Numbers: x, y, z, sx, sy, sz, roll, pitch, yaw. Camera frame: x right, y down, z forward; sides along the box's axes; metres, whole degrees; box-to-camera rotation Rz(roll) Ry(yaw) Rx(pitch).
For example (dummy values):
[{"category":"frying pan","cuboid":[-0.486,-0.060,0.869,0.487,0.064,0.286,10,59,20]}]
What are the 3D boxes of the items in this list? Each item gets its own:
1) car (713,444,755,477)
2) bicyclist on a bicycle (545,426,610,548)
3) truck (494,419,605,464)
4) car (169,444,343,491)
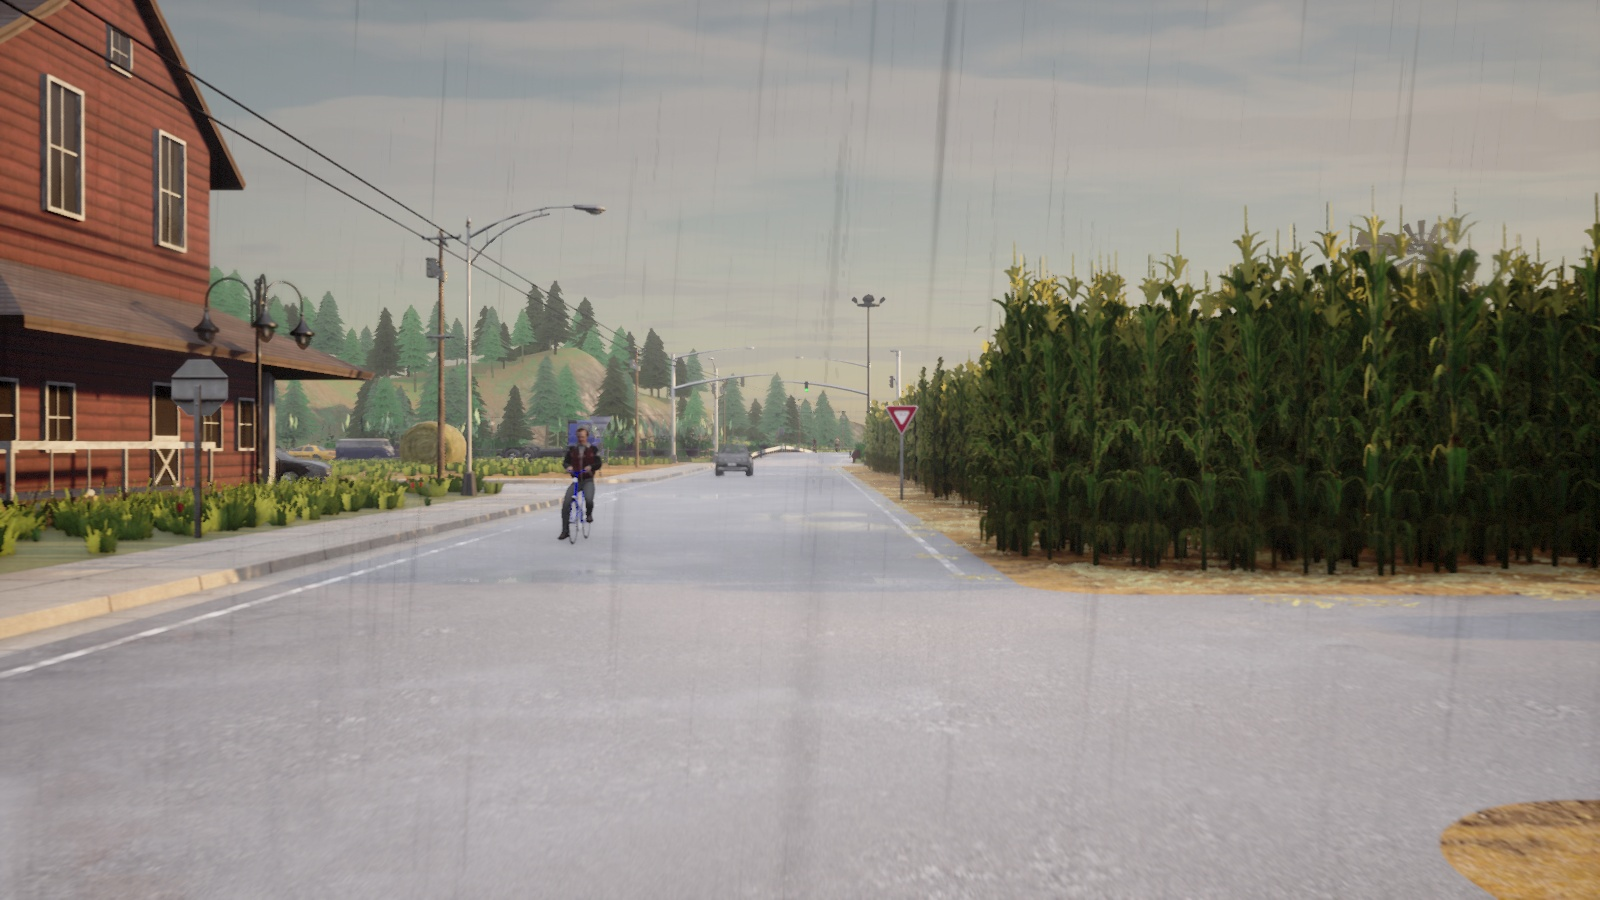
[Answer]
[{"category":"car","cuboid":[-3.152,0.482,60.432,1.789,1.549,3.705,0,0,0]},{"category":"bicyclist on a bicycle","cuboid":[-3.379,0.538,19.188,0.659,1.776,1.843,0,0,0]},{"category":"truck","cuboid":[-19.366,-0.674,97.444,7.936,3.462,2.891,0,0,3]},{"category":"car","cuboid":[-17.682,0.547,40.957,4.892,1.490,1.837,0,0,-1]}]
